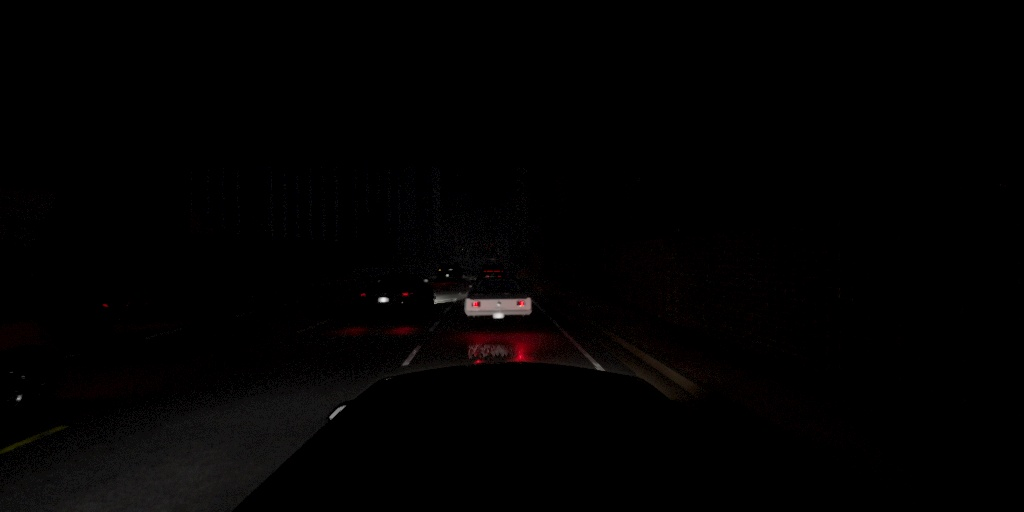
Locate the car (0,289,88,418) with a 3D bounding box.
[{"bbox_3d":[-7.209,1.146,2.924,2.097,1.767,4.553,0,0,-2],"label":"car"}]

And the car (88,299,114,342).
[{"bbox_3d":[-10.854,1.378,7.130,1.994,1.385,4.181,0,0,-3],"label":"car"}]

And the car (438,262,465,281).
[{"bbox_3d":[-5.147,1.263,30.150,1.837,1.490,4.892,0,0,-4],"label":"car"}]

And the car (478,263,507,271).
[{"bbox_3d":[-1.456,1.242,27.272,1.837,1.490,4.892,0,0,-4],"label":"car"}]

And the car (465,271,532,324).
[{"bbox_3d":[-0.493,1.345,12.024,1.895,1.301,4.718,0,0,-3],"label":"car"}]

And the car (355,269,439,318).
[{"bbox_3d":[-4.087,1.330,13.096,1.994,1.385,4.181,0,0,-3],"label":"car"}]
